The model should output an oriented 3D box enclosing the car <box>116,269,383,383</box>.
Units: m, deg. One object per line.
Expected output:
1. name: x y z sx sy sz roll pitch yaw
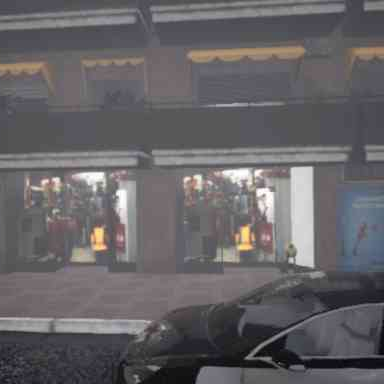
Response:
1. car: 1.433 1.558 3.411 4.313 1.339 1.947 -1 0 4
